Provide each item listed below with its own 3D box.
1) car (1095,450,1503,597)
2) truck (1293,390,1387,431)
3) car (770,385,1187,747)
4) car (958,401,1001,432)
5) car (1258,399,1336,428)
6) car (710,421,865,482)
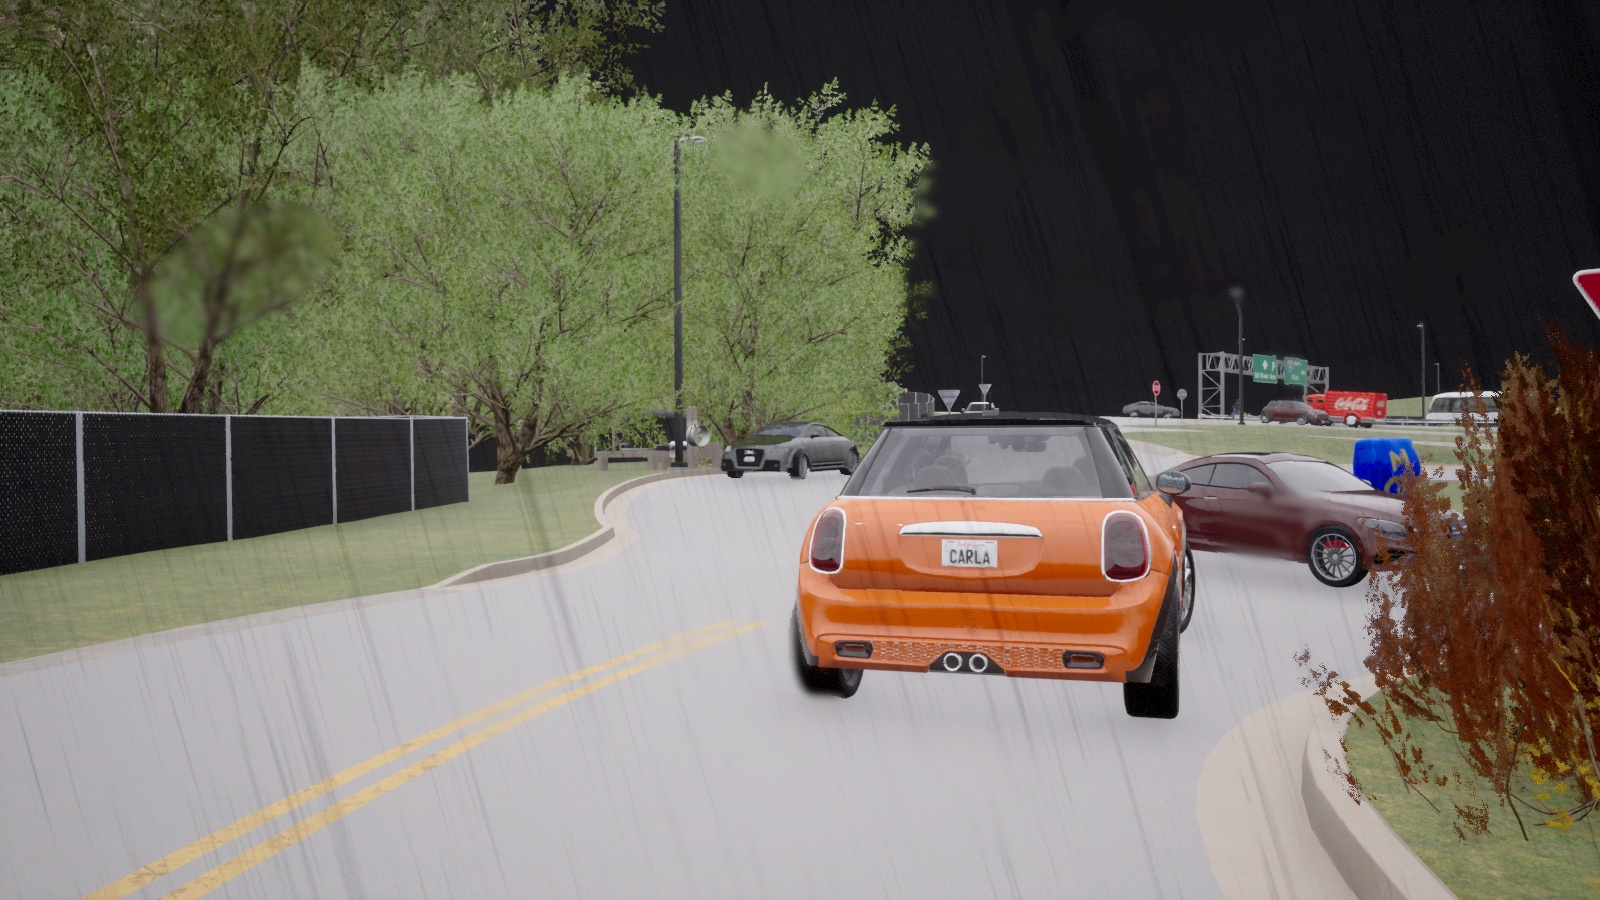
[{"bbox_3d":[5.969,0.773,15.704,1.812,1.442,4.674,-1,2,-28],"label":"car"},{"bbox_3d":[37.255,-2.746,86.667,2.627,2.467,5.204,0,4,-44],"label":"truck"},{"bbox_3d":[1.532,0.548,8.610,2.097,1.767,4.553,0,0,18],"label":"car"},{"bbox_3d":[9.507,-1.785,66.158,1.970,1.475,3.806,0,3,12],"label":"car"},{"bbox_3d":[33.846,-2.518,85.663,2.097,1.767,4.553,1,3,-30],"label":"car"},{"bbox_3d":[-0.226,-0.009,31.160,1.994,1.385,4.181,1,2,30],"label":"car"}]
